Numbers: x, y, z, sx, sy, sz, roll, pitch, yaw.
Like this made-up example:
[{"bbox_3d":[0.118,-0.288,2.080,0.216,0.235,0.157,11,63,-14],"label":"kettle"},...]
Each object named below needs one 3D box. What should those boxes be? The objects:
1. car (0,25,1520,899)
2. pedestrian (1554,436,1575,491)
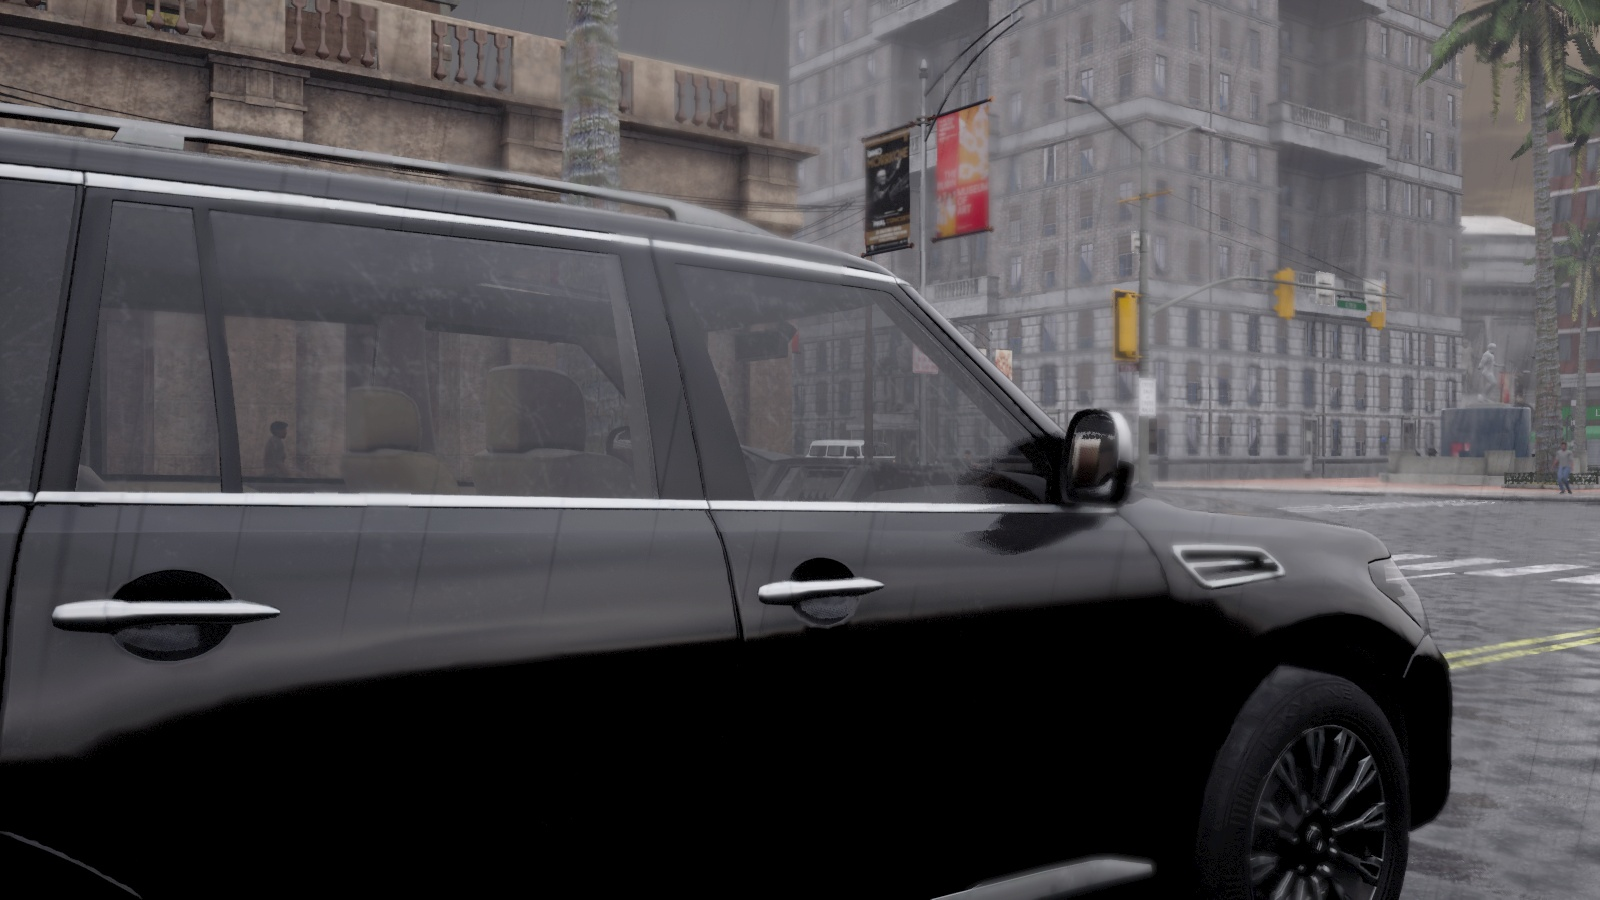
[{"bbox_3d":[-0.661,0.473,3.201,5.566,2.045,2.150,0,0,-35],"label":"car"},{"bbox_3d":[25.928,0.451,42.589,0.706,1.836,0.354,0,0,-36],"label":"pedestrian"}]
